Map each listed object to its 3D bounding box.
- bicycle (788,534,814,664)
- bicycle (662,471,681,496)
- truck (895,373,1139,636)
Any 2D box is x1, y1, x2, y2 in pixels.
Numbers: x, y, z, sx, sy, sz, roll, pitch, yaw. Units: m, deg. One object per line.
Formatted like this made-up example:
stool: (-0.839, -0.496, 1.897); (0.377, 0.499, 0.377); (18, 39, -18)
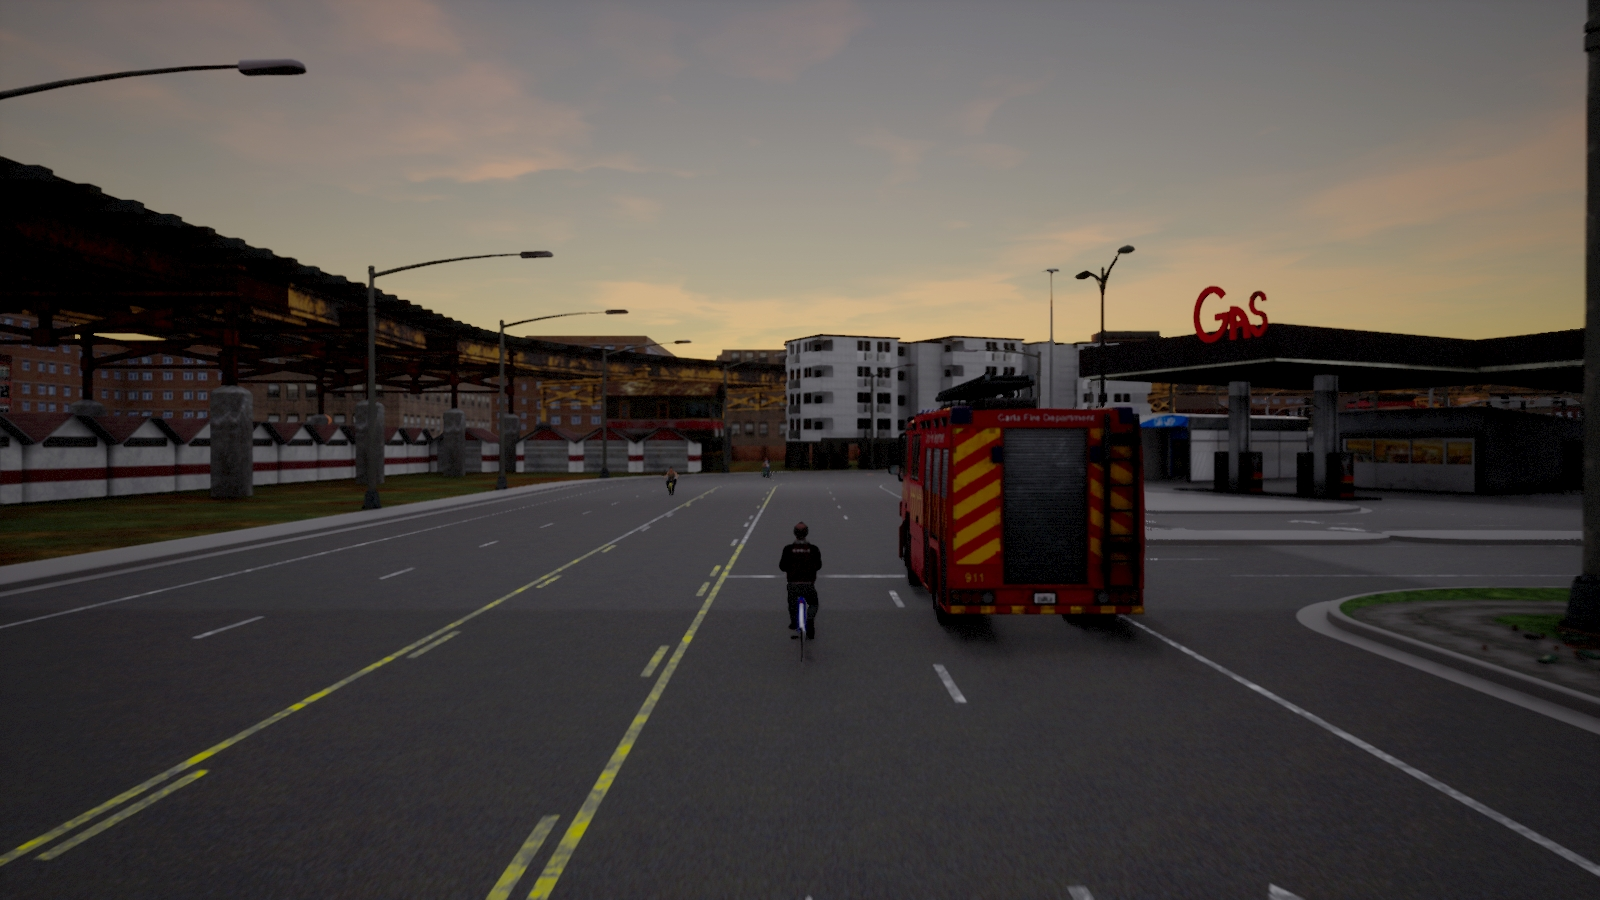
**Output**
bicycle: (0.009, 1.961, 15.424); (0.329, 1.496, 1.835); (0, 1, 0)
bicycle: (-6.979, 1.823, 61.891); (0.859, 1.301, 1.487); (0, 0, 0)
truck: (3.514, 0.776, 20.859); (2.891, 3.827, 8.468); (0, 0, 0)
